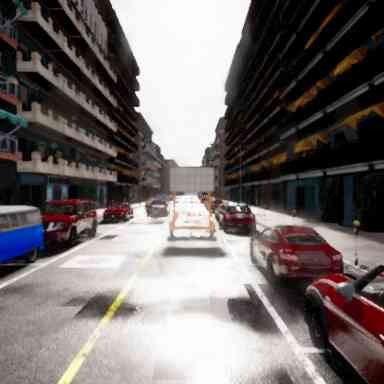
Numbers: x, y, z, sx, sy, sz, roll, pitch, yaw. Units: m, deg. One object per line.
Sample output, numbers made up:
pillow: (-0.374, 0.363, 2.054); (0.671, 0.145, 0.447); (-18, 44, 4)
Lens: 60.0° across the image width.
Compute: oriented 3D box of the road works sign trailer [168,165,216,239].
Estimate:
road works sign trailer: (-0.007, 0.423, 17.177); (2.380, 3.560, 2.880); (0, 0, 0)

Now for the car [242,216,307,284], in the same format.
car: (2.686, 1.555, 9.234); (1.802, 1.307, 4.206); (0, 0, 0)

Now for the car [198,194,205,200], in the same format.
car: (2.649, 1.395, 94.157); (1.967, 1.590, 4.097); (0, 0, 0)

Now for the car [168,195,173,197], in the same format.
car: (-5.724, 1.373, 77.192); (1.967, 1.590, 4.097); (0, 0, 0)

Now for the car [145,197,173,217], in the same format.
car: (-3.107, 1.467, 31.103); (1.812, 1.442, 4.674); (0, 0, 0)

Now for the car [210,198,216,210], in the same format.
car: (2.678, 1.472, 26.385); (1.752, 1.417, 4.829); (0, 0, 0)

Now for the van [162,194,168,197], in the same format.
van: (-5.718, 1.263, 60.207); (1.690, 1.788, 3.998); (0, 0, 0)

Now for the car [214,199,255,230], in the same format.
car: (2.680, 1.394, 20.553); (1.967, 1.590, 4.097); (0, 0, 0)

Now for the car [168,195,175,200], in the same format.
car: (-5.731, 1.480, 94.009); (1.752, 1.417, 4.829); (0, 0, 0)

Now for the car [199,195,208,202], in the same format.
car: (2.657, 1.484, 77.172); (2.008, 1.369, 4.403); (0, 0, 0)

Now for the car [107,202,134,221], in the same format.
car: (-5.702, 1.491, 26.235); (1.887, 1.381, 4.507); (0, 0, 0)

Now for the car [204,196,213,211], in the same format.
car: (2.674, 1.478, 37.540); (1.887, 1.381, 4.507); (0, 0, 0)

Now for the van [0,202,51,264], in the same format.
van: (-5.694, 1.314, 9.251); (1.690, 1.788, 3.998); (0, 0, 0)

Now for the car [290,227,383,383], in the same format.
car: (2.688, 1.429, 3.570); (1.967, 1.590, 4.097); (0, 0, 0)

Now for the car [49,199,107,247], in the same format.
car: (-5.698, 1.277, 14.911); (2.192, 1.841, 5.009); (0, 0, 0)

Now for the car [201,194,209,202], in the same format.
car: (2.668, 1.448, 49.034); (1.752, 1.417, 4.829); (0, 0, 0)

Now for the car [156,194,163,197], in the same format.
car: (-5.712, 1.448, 48.713); (1.752, 1.417, 4.829); (0, 0, 0)

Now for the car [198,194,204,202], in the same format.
car: (2.660, 1.240, 65.848); (2.192, 1.841, 5.009); (0, 0, 0)

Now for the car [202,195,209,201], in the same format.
car: (2.671, 1.472, 43.206); (1.887, 1.381, 4.507); (0, 0, 0)
